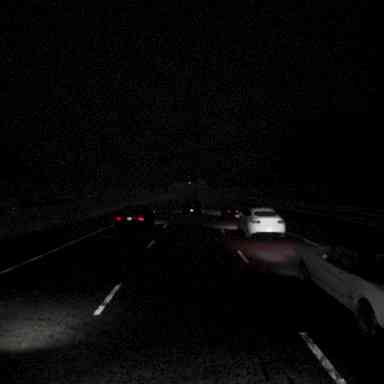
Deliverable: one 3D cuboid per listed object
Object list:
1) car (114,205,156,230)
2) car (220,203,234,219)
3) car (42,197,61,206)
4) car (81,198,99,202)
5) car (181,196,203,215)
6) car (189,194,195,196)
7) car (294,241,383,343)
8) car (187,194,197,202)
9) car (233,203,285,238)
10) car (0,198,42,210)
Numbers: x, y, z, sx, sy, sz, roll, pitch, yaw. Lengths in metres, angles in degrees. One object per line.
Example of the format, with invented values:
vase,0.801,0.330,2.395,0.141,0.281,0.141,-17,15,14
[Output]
car,-3.396,1.513,20.593,2.033,1.411,5.357,0,0,0
car,3.505,1.561,28.373,1.895,1.301,4.718,0,0,0
car,-21.023,1.503,48.727,2.033,1.411,5.357,0,0,1
car,-14.046,1.503,46.299,2.033,1.411,5.357,0,0,0
car,-0.015,1.463,33.856,1.837,1.490,4.892,0,0,0
car,0.105,1.448,55.611,2.128,1.511,4.902,0,0,0
car,3.501,1.588,6.368,1.895,1.301,4.718,0,0,0
car,0.011,1.300,74.036,2.097,1.767,4.553,0,0,0
car,3.503,1.496,17.340,1.812,1.442,4.674,0,0,0
car,-17.588,1.434,33.692,1.882,1.535,5.008,0,0,0
